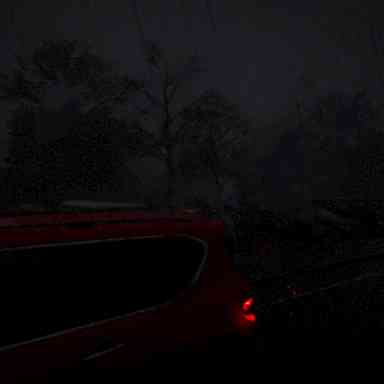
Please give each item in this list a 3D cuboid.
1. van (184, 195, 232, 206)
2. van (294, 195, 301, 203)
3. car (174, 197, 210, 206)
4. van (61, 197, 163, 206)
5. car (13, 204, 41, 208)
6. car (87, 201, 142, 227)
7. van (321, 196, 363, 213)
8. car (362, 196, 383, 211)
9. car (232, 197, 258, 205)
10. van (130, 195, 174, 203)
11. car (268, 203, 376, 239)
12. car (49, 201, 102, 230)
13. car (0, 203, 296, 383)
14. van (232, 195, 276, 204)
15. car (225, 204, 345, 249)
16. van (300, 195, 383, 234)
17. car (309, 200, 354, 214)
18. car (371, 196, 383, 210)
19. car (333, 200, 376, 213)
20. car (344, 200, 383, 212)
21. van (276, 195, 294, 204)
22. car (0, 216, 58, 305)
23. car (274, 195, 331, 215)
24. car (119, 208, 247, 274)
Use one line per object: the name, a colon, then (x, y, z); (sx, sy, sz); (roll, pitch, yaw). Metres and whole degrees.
van: (1.059, 1.258, 28.926); (1.878, 1.987, 4.442); (0, 0, -35)
van: (9.831, 1.362, 35.465); (1.878, 1.987, 4.442); (1, -1, -35)
car: (-1.156, 1.481, 27.264); (1.946, 1.575, 5.366); (0, 0, -36)
van: (-2.920, 1.260, 10.314); (1.878, 1.987, 4.442); (0, 0, -35)
car: (-10.386, 1.485, 20.905); (2.097, 1.535, 5.008); (0, 0, -35)
car: (-5.772, 1.486, 24.193); (2.231, 1.521, 4.892); (0, 0, -35)
van: (18.853, 1.539, 41.896); (1.878, 1.987, 4.442); (1, -1, -35)
car: (28.063, 1.693, 48.282); (2.435, 2.045, 5.566); (1, -1, -35)
car: (3.244, 1.484, 30.633); (2.097, 1.535, 5.008); (0, 0, -35)
van: (-3.588, 1.259, 25.901); (1.878, 1.987, 4.442); (0, 0, -35)
car: (6.189, 1.525, 16.666); (2.002, 1.452, 4.674); (0, 0, -35)
car: (-8.028, 1.485, 22.586); (2.097, 1.535, 5.008); (0, 0, -35)
car: (-1.963, 1.222, 2.286); (5.566, 2.045, 2.150); (0, 0, -36)
van: (5.449, 1.273, 32.055); (1.878, 1.987, 4.442); (1, 0, -35)
car: (3.946, 1.515, 15.028); (2.163, 1.488, 4.792); (0, 0, -36)
van: (8.519, 1.259, 18.181); (1.878, 1.987, 4.442); (0, 0, -35)
car: (16.766, 1.763, 40.262); (2.002, 1.452, 4.674); (1, -1, -35)
car: (30.318, 1.737, 49.890); (2.435, 2.045, 5.566); (1, -1, -35)
car: (21.172, 1.849, 43.408); (2.002, 1.452, 4.674); (1, -1, -35)
car: (23.534, 1.855, 45.082); (2.097, 1.535, 5.008); (1, -1, -35)
van: (7.678, 1.319, 33.930); (1.878, 1.987, 4.442); (1, -1, -35)
car: (-5.115, 1.527, 8.609); (2.002, 1.452, 4.674); (0, 0, -35)
car: (12.172, 1.381, 36.955); (2.435, 2.045, 5.566); (1, -1, -35)
car: (-0.595, 1.486, 11.835); (2.097, 1.535, 5.008); (0, 0, -35)
